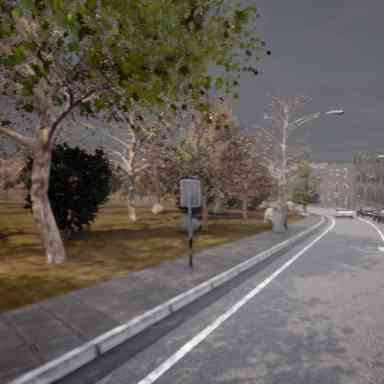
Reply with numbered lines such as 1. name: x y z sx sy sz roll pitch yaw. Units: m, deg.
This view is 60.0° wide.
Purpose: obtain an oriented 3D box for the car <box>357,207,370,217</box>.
1. car: 25.228 2.926 48.251 1.994 1.385 4.181 1 -1 15

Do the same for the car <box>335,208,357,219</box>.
1. car: 19.961 2.794 43.772 1.895 1.301 4.718 1 -1 19

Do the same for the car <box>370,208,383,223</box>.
1. car: 21.201 2.622 36.626 1.812 1.442 4.674 1 -1 21
